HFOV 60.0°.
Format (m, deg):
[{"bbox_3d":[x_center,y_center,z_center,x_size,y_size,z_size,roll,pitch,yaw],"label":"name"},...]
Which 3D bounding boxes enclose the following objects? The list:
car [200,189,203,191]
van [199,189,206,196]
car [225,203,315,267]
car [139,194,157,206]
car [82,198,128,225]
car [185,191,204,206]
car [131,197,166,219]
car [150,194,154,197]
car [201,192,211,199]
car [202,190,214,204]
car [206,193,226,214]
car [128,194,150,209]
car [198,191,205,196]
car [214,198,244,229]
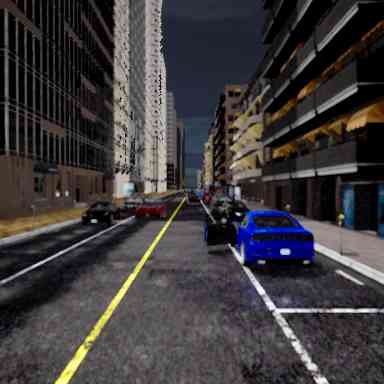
[{"bbox_3d":[2.698,0.595,55.358,2.192,1.841,5.009,0,1,0],"label":"car"},{"bbox_3d":[2.700,0.202,89.246,1.690,1.788,3.998,0,1,0],"label":"van"},{"bbox_3d":[2.361,1.331,10.886,1.882,1.535,5.008,0,1,0],"label":"car"},{"bbox_3d":[-5.685,0.951,43.895,1.752,1.417,4.829,0,1,0],"label":"car"},{"bbox_3d":[-5.687,1.279,21.473,1.947,1.339,4.313,0,1,0],"label":"car"},{"bbox_3d":[0.094,0.952,41.131,2.128,1.511,4.902,0,1,0],"label":"car"},{"bbox_3d":[-3.097,1.264,25.291,1.895,1.301,4.718,0,1,0],"label":"car"},{"bbox_3d":[-5.686,0.935,38.416,1.967,1.590,4.097,0,1,0],"label":"car"},{"bbox_3d":[2.698,0.718,66.657,1.802,1.307,4.206,0,1,0],"label":"car"},{"bbox_3d":[2.696,0.863,44.063,1.967,1.590,4.097,0,1,0],"label":"car"},{"bbox_3d":[2.695,1.118,32.769,2.008,1.369,4.403,0,1,0],"label":"car"},{"bbox_3d":[-5.686,1.118,32.769,2.008,1.369,4.403,0,1,0],"label":"car"},{"bbox_3d":[2.702,0.359,94.898,1.947,1.339,4.313,0,1,0],"label":"car"},{"bbox_3d":[2.694,1.279,21.472,1.947,1.339,4.313,0,1,0],"label":"car"}]
